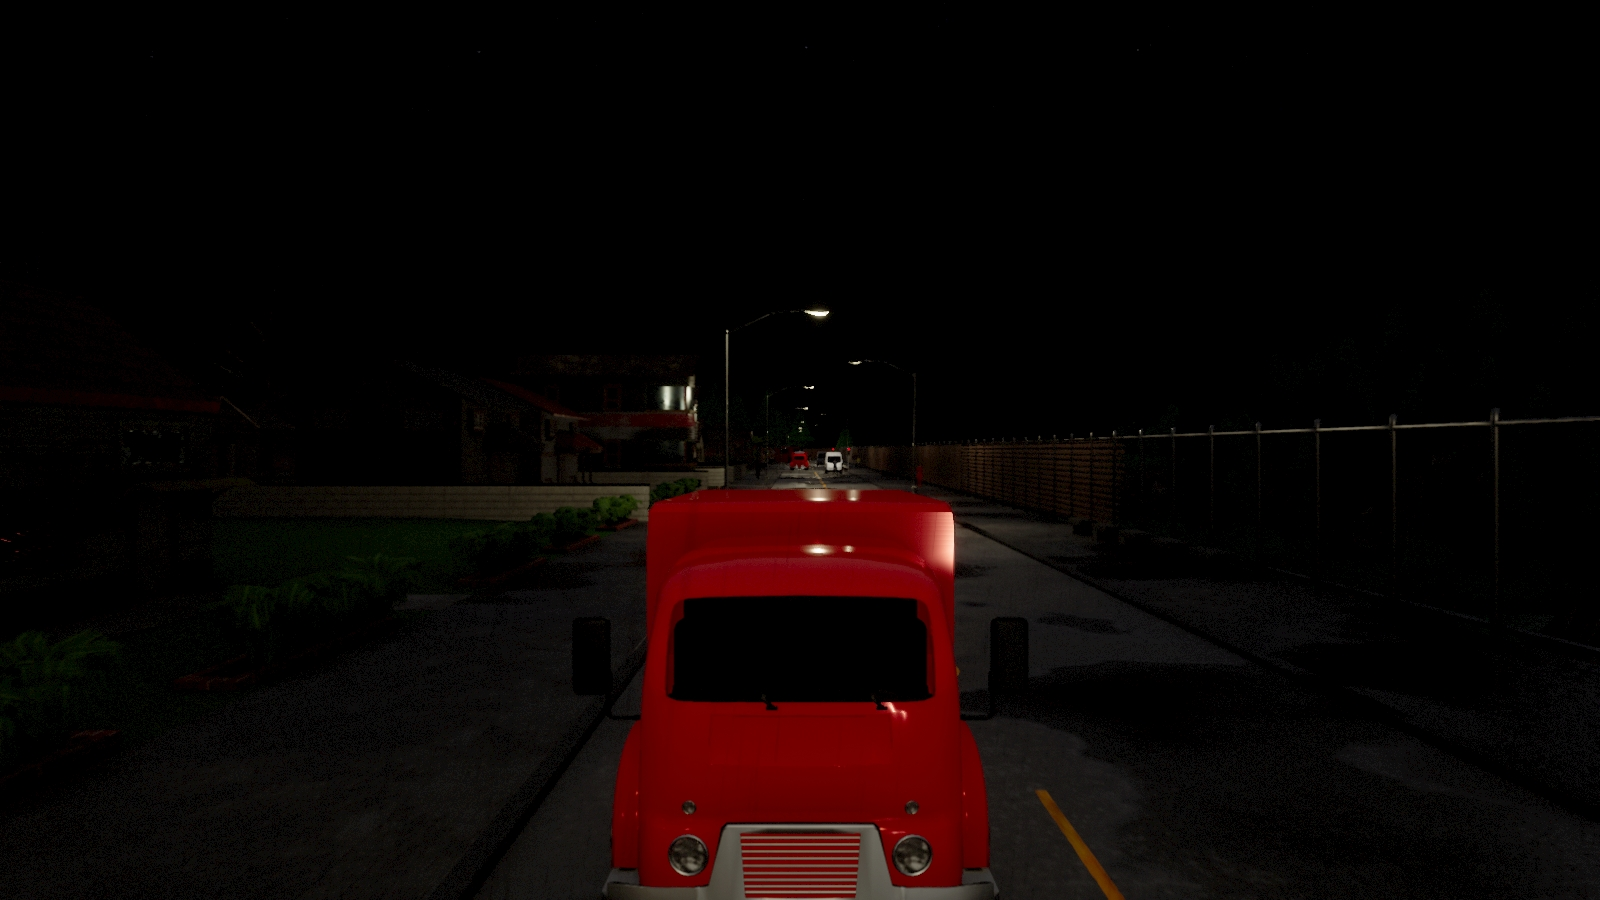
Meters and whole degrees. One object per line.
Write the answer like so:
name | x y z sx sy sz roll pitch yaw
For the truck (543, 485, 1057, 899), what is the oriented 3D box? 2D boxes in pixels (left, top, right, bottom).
truck | 0.000 1.569 8.435 2.627 2.467 5.204 0 0 0
